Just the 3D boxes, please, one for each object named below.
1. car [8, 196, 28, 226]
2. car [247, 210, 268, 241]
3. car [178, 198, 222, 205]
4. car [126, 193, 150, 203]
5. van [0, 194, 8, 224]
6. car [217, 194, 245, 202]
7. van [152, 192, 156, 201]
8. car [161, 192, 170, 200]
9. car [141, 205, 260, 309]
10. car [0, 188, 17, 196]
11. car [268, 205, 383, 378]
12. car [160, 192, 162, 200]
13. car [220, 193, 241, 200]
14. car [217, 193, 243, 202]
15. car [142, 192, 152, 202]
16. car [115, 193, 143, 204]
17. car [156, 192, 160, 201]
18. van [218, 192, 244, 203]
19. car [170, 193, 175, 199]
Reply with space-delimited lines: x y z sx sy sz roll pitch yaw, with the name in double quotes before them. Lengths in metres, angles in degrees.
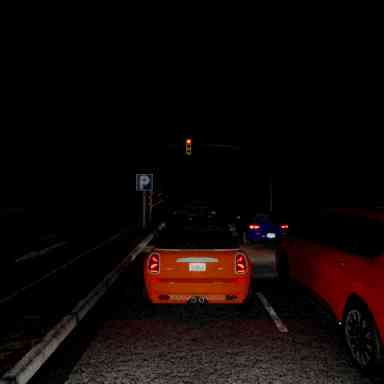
"car" -13.671 1.400 22.511 4.553 1.767 2.185 -1 0 -19
"car" 3.131 1.547 15.382 1.812 1.442 4.674 0 0 0
"car" 0.142 1.377 16.723 2.097 1.767 4.553 0 0 0
"car" -10.840 1.190 66.268 4.553 1.767 2.185 -1 0 -14
"van" -13.640 1.294 19.534 4.442 1.987 1.878 -1 0 -20
"car" 8.064 1.258 68.920 5.366 1.575 1.946 1 0 -13
"van" -10.381 1.087 69.309 4.442 1.987 1.878 -1 0 -14
"car" -8.624 1.350 84.262 4.674 1.452 2.002 -1 0 -12
"car" 0.101 1.363 8.077 2.097 1.767 4.553 0 0 0
"car" -28.268 0.132 51.156 2.002 1.452 4.674 6 -3 -20
"car" 3.099 1.229 5.688 2.150 2.045 5.566 0 0 -1
"car" -9.792 1.353 75.276 4.674 1.452 2.002 -1 0 -13
"car" 9.294 1.122 80.629 4.553 1.767 2.185 1 0 -12
"car" 7.534 1.135 65.925 4.553 1.767 2.185 1 0 -14
"car" -10.927 1.309 63.315 5.366 1.575 1.946 -1 0 -15
"car" -11.566 1.352 60.322 4.792 1.488 2.163 -1 0 -15
"car" -10.159 1.315 72.280 4.892 1.521 2.231 -1 0 -14
"van" 7.156 1.037 62.955 4.442 1.987 1.878 1 0 -14
"car" -8.179 1.057 87.269 5.566 2.045 2.435 -1 0 -12
